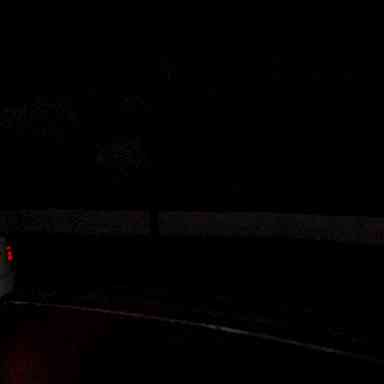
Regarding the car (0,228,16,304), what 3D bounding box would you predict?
[{"bbox_3d":[-5.769,1.218,5.292,5.566,2.045,2.150,0,-1,6],"label":"car"}]
